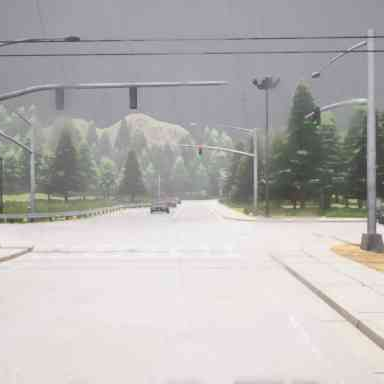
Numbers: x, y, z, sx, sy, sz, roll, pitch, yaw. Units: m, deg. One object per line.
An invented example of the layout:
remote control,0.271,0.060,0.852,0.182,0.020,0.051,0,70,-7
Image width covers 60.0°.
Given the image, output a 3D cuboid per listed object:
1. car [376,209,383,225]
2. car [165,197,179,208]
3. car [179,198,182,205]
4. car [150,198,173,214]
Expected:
car,14.631,1.364,22.146,4.553,1.767,2.097,0,0,1
car,-3.456,1.501,50.323,2.097,1.767,4.553,0,0,1
car,-3.117,1.711,65.175,1.812,1.442,4.674,0,0,2
car,-3.518,1.682,37.506,1.994,1.385,4.181,0,0,0
